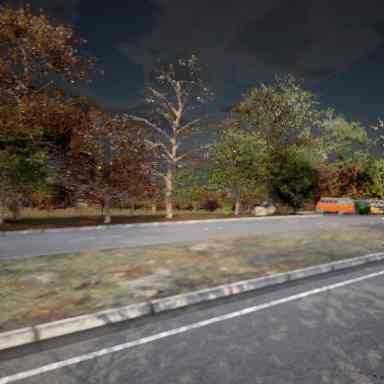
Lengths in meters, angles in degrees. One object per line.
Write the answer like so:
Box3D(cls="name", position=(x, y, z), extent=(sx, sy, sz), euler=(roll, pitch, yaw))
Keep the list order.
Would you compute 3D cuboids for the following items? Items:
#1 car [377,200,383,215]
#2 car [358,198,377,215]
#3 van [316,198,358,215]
Box3D(cls="car", position=(22.218, 2.158, 43.951), extent=(1.946, 1.575, 5.366), euler=(2, -1, -35))
Box3D(cls="car", position=(19.849, 1.813, 42.524), extent=(2.435, 2.045, 5.566), euler=(2, -1, -35))
Box3D(cls="van", position=(17.442, 1.747, 40.919), extent=(1.878, 1.987, 4.442), euler=(2, -1, -35))
